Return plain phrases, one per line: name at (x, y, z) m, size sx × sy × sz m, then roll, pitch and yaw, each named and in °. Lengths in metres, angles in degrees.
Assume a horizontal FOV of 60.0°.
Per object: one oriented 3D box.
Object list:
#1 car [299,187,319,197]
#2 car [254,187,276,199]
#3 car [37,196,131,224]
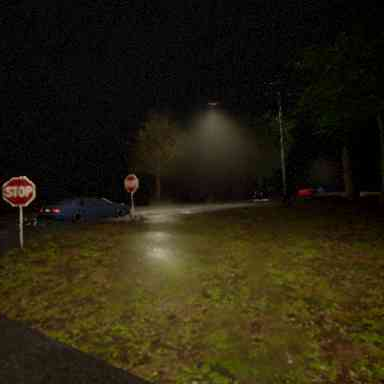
car at (19.672, -0.091, 56.801) m, size 2.097 × 1.767 × 4.553 m, roll -4°, pitch -1°, yaw 30°
car at (12.948, 0.190, 58.712) m, size 2.150 × 2.045 × 5.566 m, roll -4°, pitch -1°, yaw 35°
car at (-5.955, 0.960, 19.015) m, size 2.033 × 1.411 × 5.357 m, roll -4°, pitch -1°, yaw 34°
